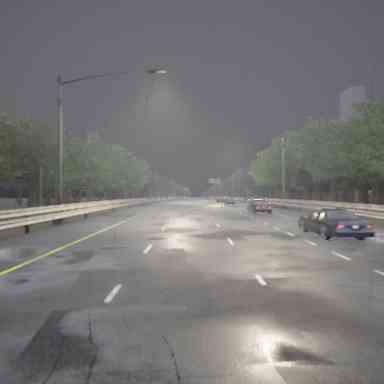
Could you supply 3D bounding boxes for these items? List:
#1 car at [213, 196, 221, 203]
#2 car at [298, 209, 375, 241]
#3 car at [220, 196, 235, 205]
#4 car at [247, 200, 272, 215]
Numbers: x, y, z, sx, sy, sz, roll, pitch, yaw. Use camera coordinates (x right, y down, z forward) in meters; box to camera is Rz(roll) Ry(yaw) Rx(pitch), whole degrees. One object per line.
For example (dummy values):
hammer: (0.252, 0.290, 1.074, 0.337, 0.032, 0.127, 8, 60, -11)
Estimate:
car: (7.355, 1.917, 87.612, 2.097, 1.767, 4.553, 0, -1, 1)
car: (7.021, 1.555, 16.796, 2.033, 1.411, 5.357, 0, 0, 0)
car: (7.182, 1.809, 64.634, 2.033, 1.411, 5.357, 0, -1, 0)
car: (7.046, 1.584, 35.045, 2.033, 1.411, 5.357, 0, 0, 0)
